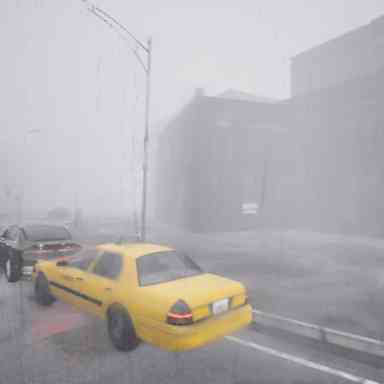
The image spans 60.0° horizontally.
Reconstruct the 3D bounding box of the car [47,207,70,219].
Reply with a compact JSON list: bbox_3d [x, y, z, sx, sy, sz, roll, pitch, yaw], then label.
[{"bbox_3d":[-15.967,2.509,39.923,1.812,1.442,4.674,2,-2,-9],"label":"car"}]

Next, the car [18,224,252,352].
[{"bbox_3d":[-1.429,1.628,6.530,5.366,1.575,1.801,-1,-2,44],"label":"car"}]

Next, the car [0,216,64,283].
[{"bbox_3d":[-5.030,1.739,10.575,1.837,1.490,4.892,3,-2,-38],"label":"car"}]
